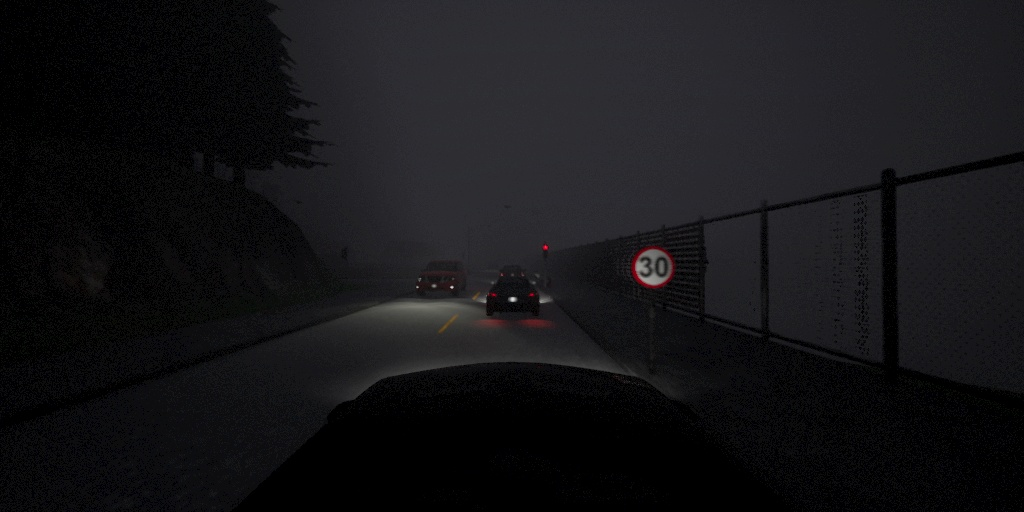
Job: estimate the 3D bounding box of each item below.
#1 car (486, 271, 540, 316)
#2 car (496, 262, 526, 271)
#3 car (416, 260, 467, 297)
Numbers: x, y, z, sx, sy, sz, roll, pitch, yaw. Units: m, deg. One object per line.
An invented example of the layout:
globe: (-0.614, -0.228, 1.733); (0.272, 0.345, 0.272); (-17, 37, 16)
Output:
car: (0.050, 1.489, 14.364); (1.994, 1.385, 4.181); (0, -1, 1)
car: (0.046, 1.477, 28.974); (2.097, 1.767, 4.553); (0, -1, 1)
car: (-4.033, 1.244, 21.428); (2.150, 2.045, 5.566); (0, -1, 1)
